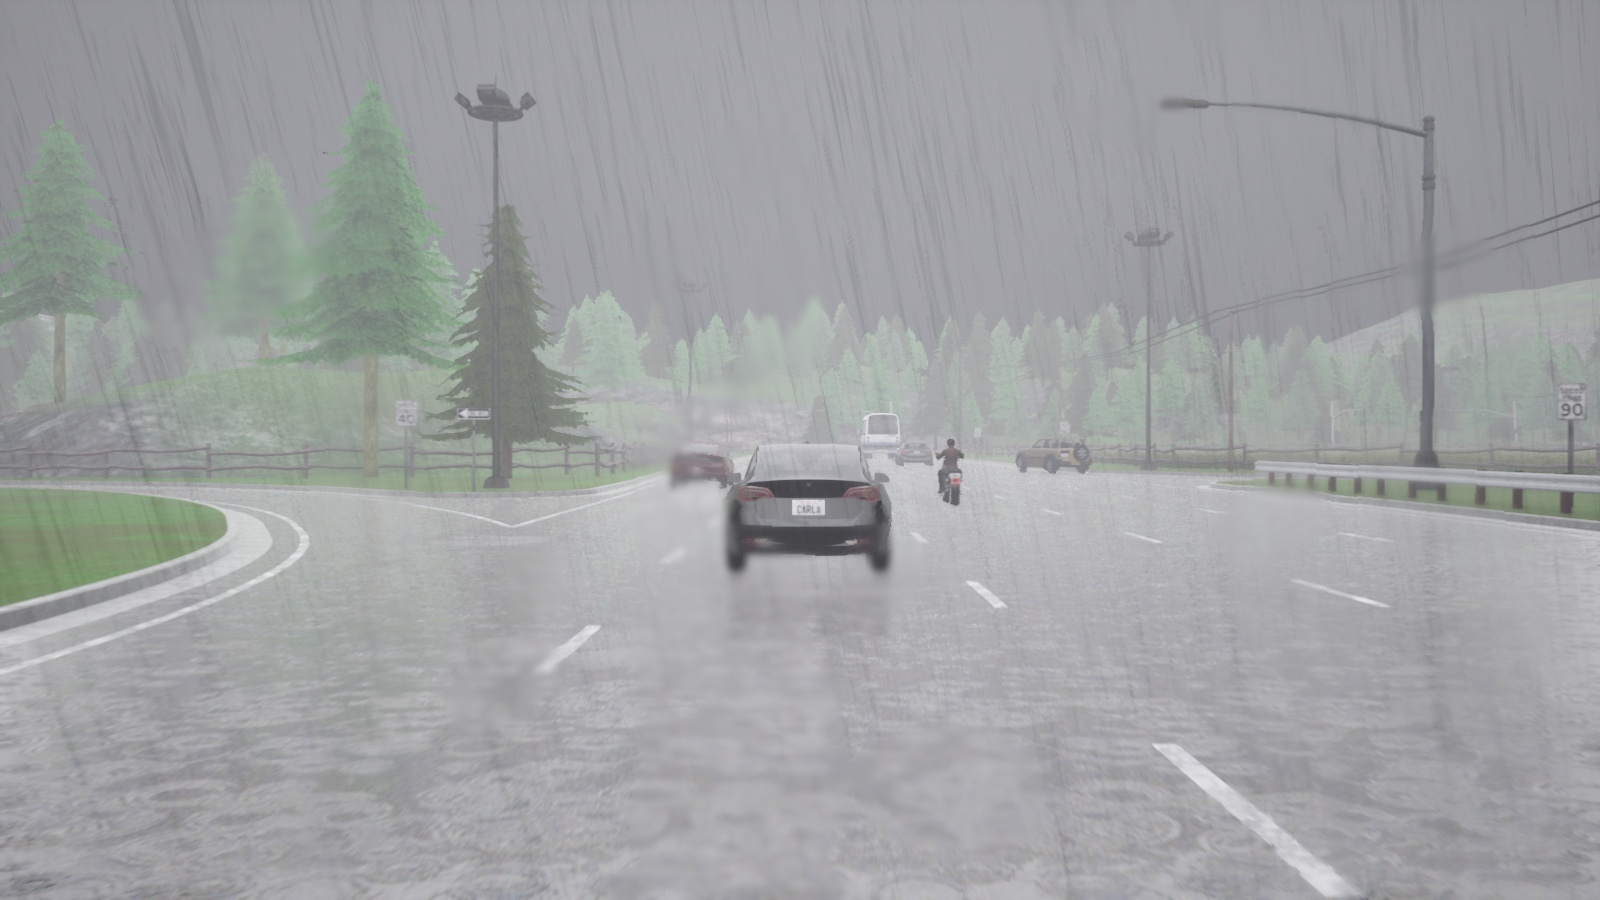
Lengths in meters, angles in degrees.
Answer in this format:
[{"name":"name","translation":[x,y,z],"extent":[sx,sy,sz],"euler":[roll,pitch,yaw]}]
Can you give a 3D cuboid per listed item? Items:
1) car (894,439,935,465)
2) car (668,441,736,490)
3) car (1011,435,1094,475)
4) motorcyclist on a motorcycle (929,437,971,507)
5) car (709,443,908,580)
[{"name":"car","translation":[7.481,0.132,82.515],"extent":[2.242,1.667,4.611],"euler":[0,0,0]},{"name":"car","translation":[-3.246,0.482,42.397],"extent":[1.882,1.535,5.008],"euler":[0,0,0]},{"name":"car","translation":[12.238,0.228,61.154],"extent":[1.932,1.855,4.605],"euler":[0,1,-19]},{"name":"motorcyclist on a motorcycle","translation":[3.690,0.526,30.961],"extent":[0.766,1.649,2.350],"euler":[0,0,0]},{"name":"car","translation":[0.106,0.656,16.074],"extent":[2.163,1.488,4.792],"euler":[0,0,0]}]
